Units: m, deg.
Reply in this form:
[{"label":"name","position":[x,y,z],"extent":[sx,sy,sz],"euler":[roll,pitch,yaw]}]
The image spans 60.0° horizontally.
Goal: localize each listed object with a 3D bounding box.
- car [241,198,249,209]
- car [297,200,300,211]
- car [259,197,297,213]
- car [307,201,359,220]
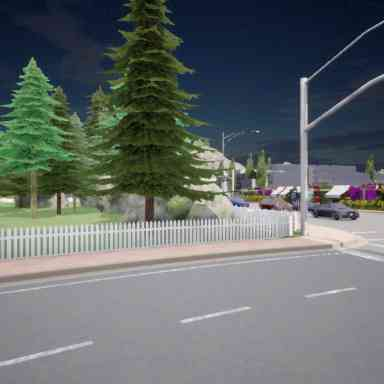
[{"label":"car","position":[6.495,1.533,47.632],"extent":[1.882,1.535,5.008],"euler":[0,0,-17]},{"label":"car","position":[12.804,1.619,39.303],"extent":[1.994,1.385,4.181],"euler":[0,0,-16]},{"label":"car","position":[9.413,1.408,37.735],"extent":[2.097,1.767,4.553],"euler":[0,0,-16]},{"label":"car","position":[12.156,1.619,28.441],"extent":[1.994,1.385,4.181],"euler":[0,0,-16]}]
